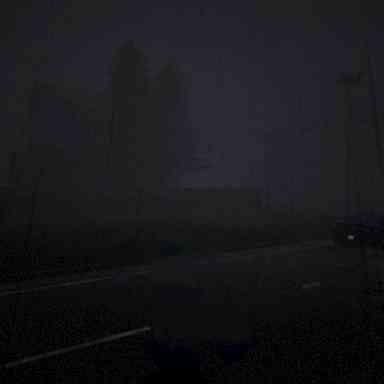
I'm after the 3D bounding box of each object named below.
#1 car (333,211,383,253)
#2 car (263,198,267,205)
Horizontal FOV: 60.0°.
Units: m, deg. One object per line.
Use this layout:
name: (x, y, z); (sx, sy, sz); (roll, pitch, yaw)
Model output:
car: (7.867, 1.519, 13.671); (5.008, 1.535, 1.882); (0, 0, -35)
car: (12.402, 1.637, 62.452); (1.837, 1.490, 4.892); (0, 0, -35)
